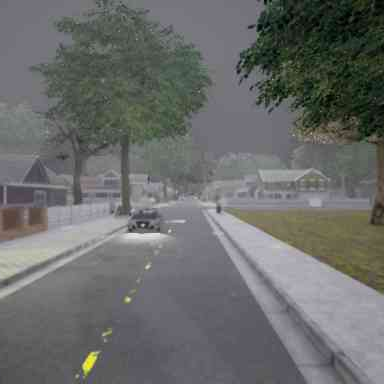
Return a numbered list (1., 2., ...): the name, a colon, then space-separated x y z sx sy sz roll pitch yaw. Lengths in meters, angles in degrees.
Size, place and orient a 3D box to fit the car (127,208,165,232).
1. car: -2.845 1.741 21.284 1.994 1.385 4.181 0 0 0
